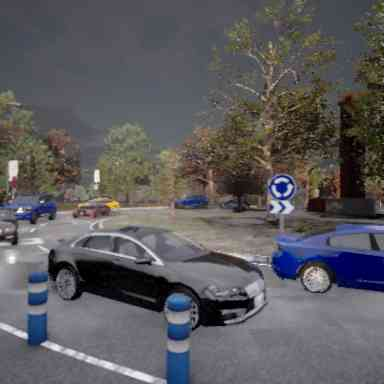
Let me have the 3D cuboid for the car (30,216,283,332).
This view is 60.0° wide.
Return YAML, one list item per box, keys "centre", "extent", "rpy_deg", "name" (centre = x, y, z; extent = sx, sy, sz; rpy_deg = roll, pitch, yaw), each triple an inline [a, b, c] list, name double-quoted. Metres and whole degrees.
- centre: [-0.933, 1.500, 6.851]
  extent: [4.902, 1.511, 2.128]
  rpy_deg: [1, 0, 33]
  name: "car"

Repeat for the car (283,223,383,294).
- centre: [4.421, 1.525, 7.735]
  extent: [5.008, 1.535, 1.882]
  rpy_deg: [0, 1, 21]
  name: "car"

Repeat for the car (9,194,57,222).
- centre: [-11.741, 1.167, 24.321]
  extent: [2.150, 2.045, 5.566]
  rpy_deg: [0, 0, -2]
  name: "car"

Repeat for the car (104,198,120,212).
- centre: [-9.788, 1.439, 35.221]
  extent: [1.882, 1.535, 5.008]
  rpy_deg: [0, 0, 27]
  name: "car"

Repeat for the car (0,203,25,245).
- centre: [-8.761, 1.454, 14.791]
  extent: [2.128, 1.511, 4.902]
  rpy_deg: [0, 0, -27]
  name: "car"

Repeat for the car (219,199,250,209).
- centre: [5.678, 1.633, 44.595]
  extent: [4.181, 1.385, 1.994]
  rpy_deg: [0, 0, -14]
  name: "car"

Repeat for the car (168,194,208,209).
- centre: [-0.425, 1.247, 45.528]
  extent: [5.566, 2.045, 2.150]
  rpy_deg: [0, 0, -28]
  name: "car"

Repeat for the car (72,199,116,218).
- centre: [-8.508, 1.532, 28.522]
  extent: [1.994, 1.385, 4.181]
  rpy_deg: [0, 0, 10]
  name: "car"
